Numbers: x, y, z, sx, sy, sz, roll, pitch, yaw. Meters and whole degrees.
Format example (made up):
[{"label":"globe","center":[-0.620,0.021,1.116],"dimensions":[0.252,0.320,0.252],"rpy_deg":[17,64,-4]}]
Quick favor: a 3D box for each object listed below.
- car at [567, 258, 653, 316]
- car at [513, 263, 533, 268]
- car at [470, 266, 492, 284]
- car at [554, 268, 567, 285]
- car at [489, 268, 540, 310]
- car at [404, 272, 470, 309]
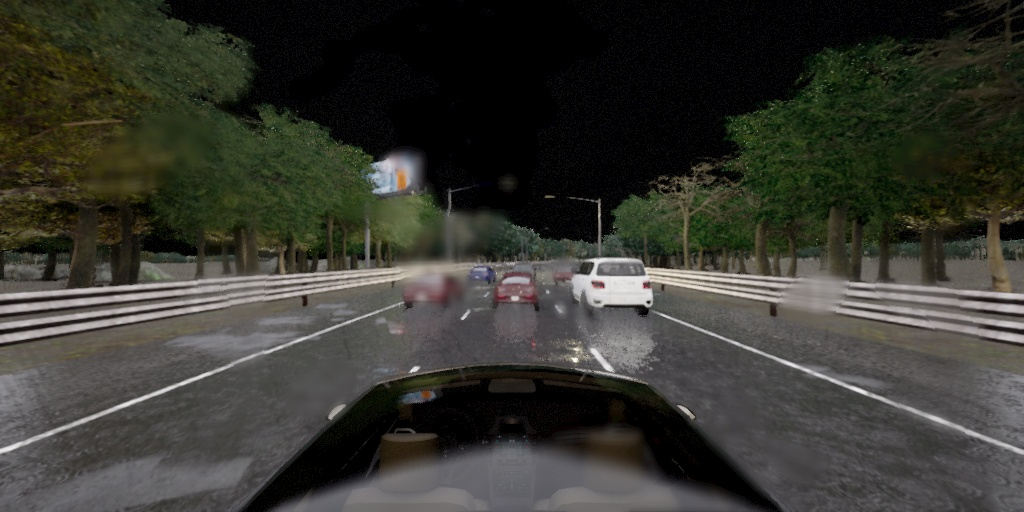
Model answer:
[{"label":"car","center":[3.676,1.098,14.112],"dimensions":[2.150,2.045,5.566],"rpy_deg":[0,0,2]},{"label":"car","center":[0.972,1.385,29.857],"dimensions":[2.097,1.767,4.553],"rpy_deg":[0,-1,5]},{"label":"car","center":[-2.482,1.566,30.561],"dimensions":[1.812,1.442,4.674],"rpy_deg":[0,0,5]},{"label":"car","center":[4.447,1.631,29.458],"dimensions":[1.895,1.301,4.718],"rpy_deg":[0,-1,4]},{"label":"car","center":[0.243,1.413,15.542],"dimensions":[1.812,1.442,4.674],"rpy_deg":[0,0,3]},{"label":"car","center":[-3.256,1.415,15.642],"dimensions":[1.812,1.442,4.674],"rpy_deg":[0,0,3]}]
